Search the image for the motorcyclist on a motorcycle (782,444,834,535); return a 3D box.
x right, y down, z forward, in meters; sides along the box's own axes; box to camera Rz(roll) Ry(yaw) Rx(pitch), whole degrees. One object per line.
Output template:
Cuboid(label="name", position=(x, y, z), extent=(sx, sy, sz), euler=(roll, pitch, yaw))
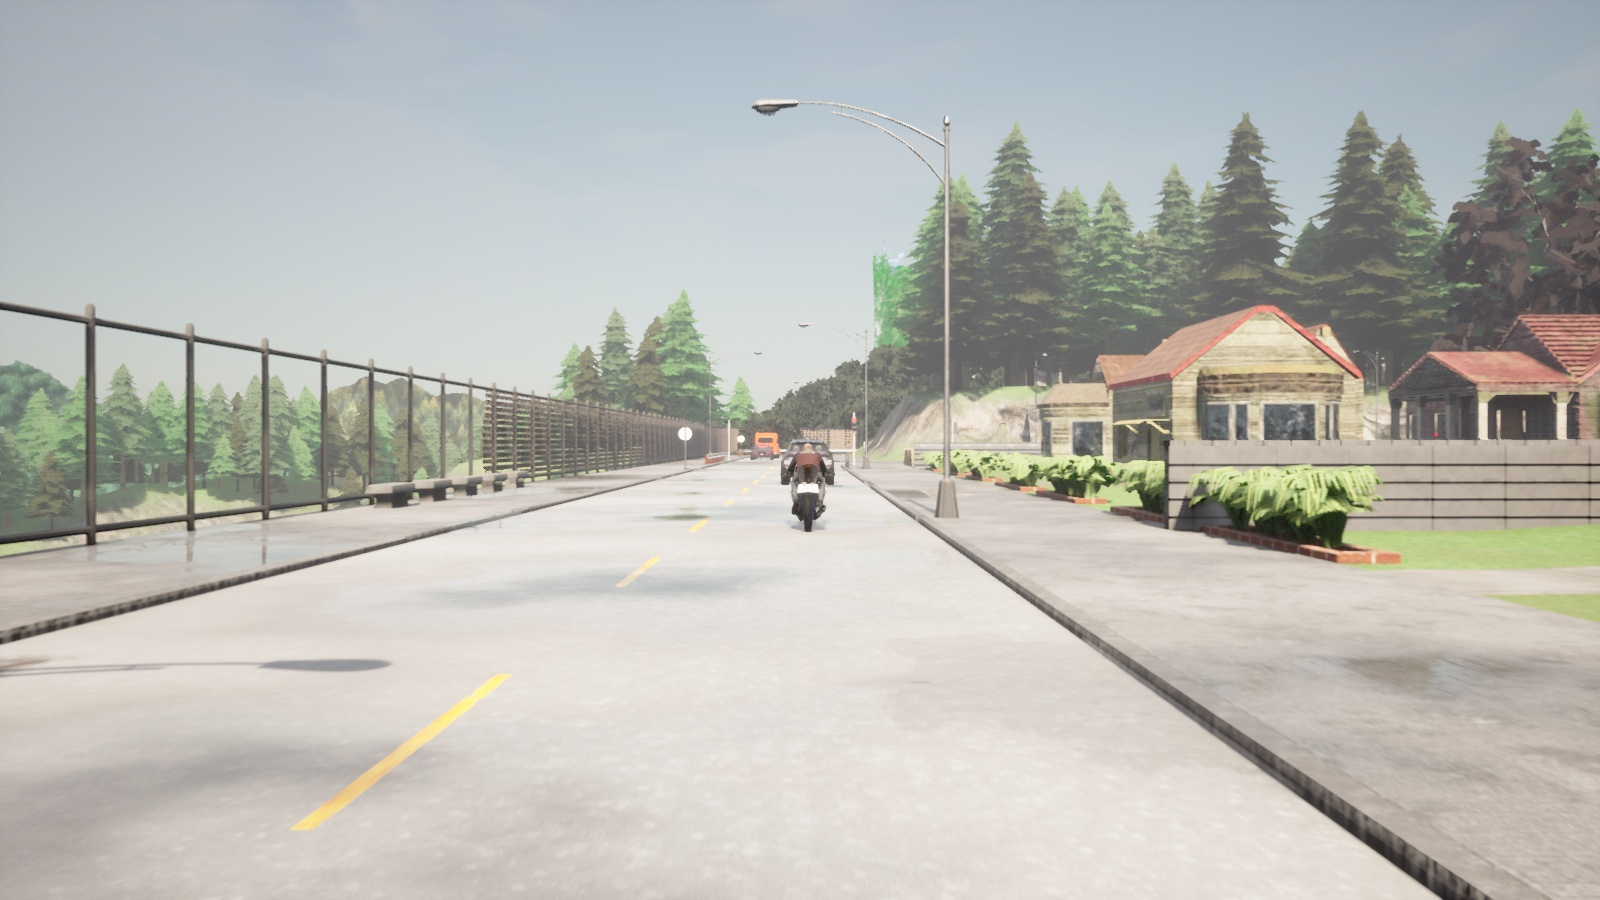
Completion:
Cuboid(label="motorcyclist on a motorcycle", position=(0.141, 0.657, 22.106), extent=(0.866, 1.530, 2.191), euler=(0, 0, 0))

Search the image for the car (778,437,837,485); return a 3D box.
Cuboid(label="car", position=(0.278, 0.414, 45.922), extent=(2.033, 1.649, 4.856), euler=(0, -1, 0))
